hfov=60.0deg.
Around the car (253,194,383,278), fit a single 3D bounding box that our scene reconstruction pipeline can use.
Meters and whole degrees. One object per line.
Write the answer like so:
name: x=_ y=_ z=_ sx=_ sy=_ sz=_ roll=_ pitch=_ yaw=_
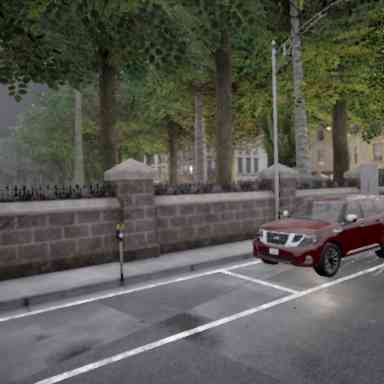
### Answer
car: x=4.002 y=1.039 z=9.506 sx=5.009 sy=1.841 sz=2.192 roll=-2 pitch=1 yaw=-36
